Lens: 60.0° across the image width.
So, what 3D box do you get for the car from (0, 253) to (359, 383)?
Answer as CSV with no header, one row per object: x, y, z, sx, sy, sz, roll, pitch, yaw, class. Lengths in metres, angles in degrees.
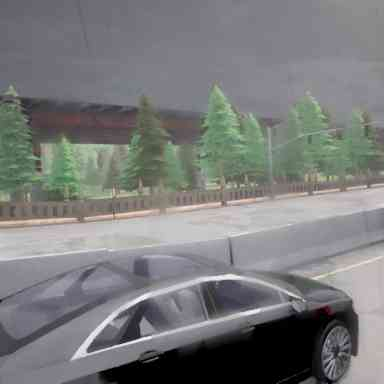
-0.048,1.474,3.717,4.902,1.511,2.128,0,0,-36,car
